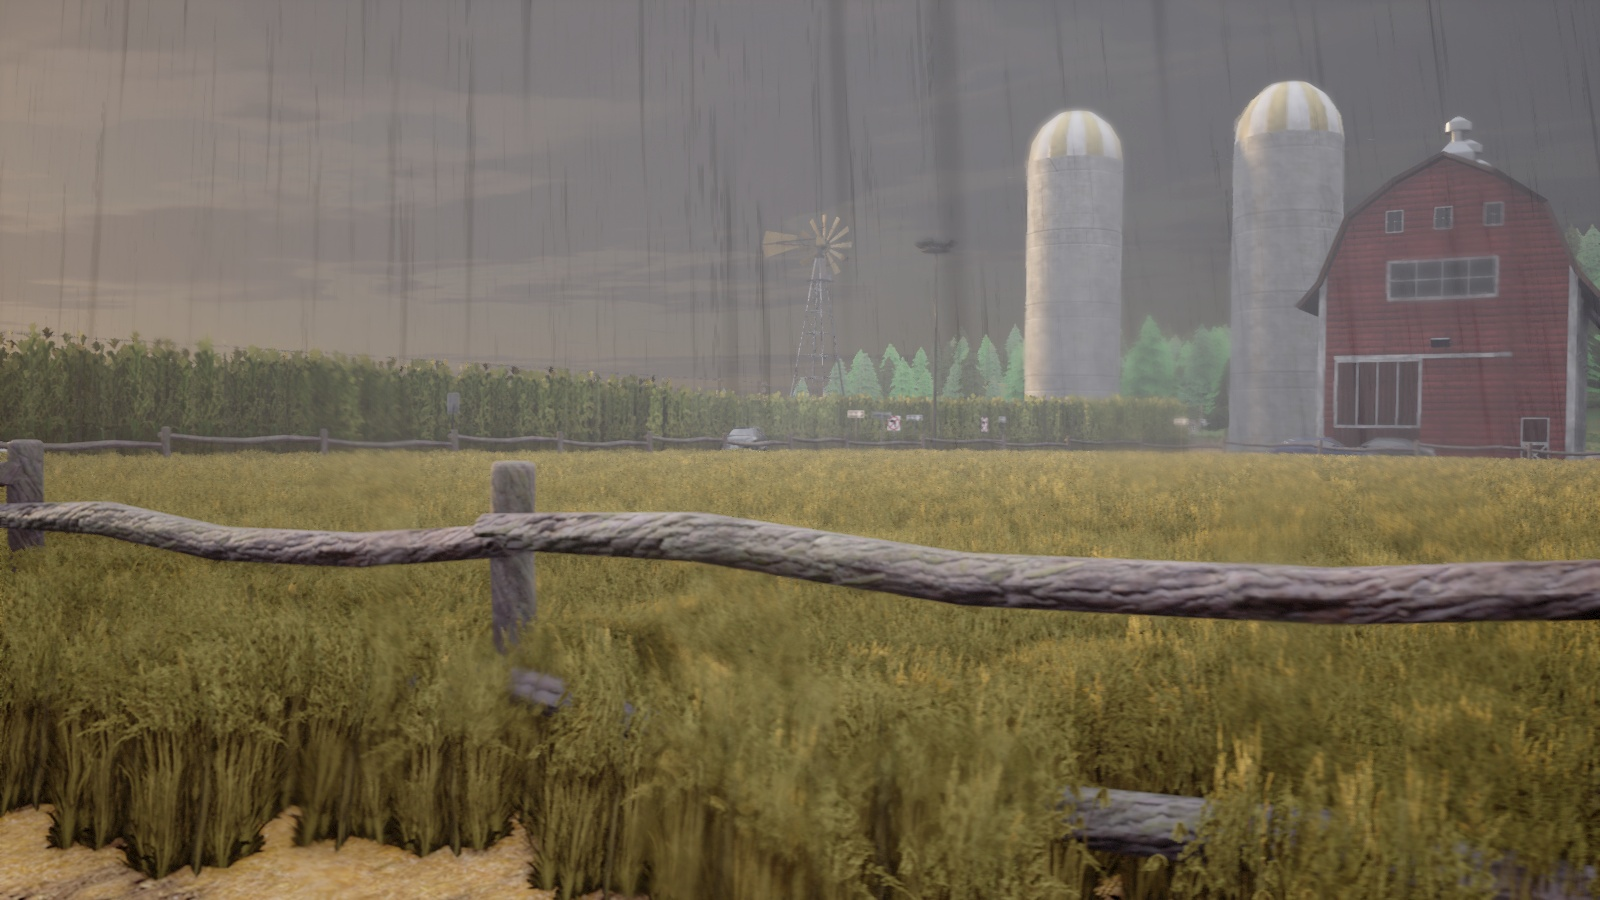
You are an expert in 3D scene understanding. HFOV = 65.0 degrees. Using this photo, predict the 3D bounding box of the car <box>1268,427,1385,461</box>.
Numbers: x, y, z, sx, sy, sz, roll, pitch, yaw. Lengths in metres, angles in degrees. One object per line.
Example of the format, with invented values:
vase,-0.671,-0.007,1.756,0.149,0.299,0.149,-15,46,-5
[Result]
car,23.779,-0.282,56.775,4.674,1.442,1.812,0,1,30

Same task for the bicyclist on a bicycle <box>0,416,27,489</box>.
bicyclist on a bicycle,-19.803,0.068,30.321,0.659,1.776,1.843,0,0,34

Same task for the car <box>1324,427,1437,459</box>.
car,27.168,-0.333,58.810,4.674,1.442,1.812,0,1,30

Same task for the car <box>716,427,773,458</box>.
car,-3.007,-0.428,68.882,2.033,1.649,4.856,-1,1,11
